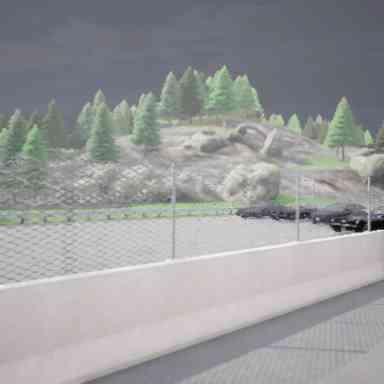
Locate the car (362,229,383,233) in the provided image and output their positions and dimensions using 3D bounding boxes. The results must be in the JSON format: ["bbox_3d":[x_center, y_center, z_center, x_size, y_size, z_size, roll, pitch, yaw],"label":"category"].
[{"bbox_3d":[9.832,1.610,18.468,4.718,1.301,1.895,0,0,-30],"label":"car"}]
